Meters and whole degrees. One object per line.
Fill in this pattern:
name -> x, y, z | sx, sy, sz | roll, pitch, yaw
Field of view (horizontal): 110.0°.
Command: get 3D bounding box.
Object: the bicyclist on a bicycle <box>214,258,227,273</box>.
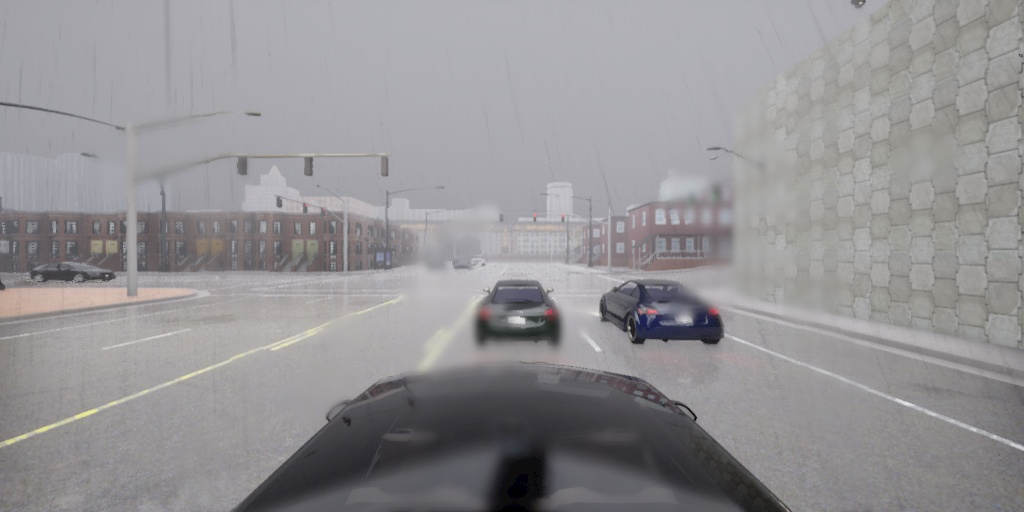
bicyclist on a bicycle -> -30.380, 1.003, 37.371 | 0.582, 1.620, 1.656 | 0, 0, 1

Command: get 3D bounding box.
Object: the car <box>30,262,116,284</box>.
car -> -32.245, 1.220, 26.406 | 4.892, 1.490, 1.837 | 0, 0, 1

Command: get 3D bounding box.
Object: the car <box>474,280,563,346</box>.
car -> 0.166, 1.303, 9.388 | 1.994, 1.385, 4.181 | 0, 0, 1

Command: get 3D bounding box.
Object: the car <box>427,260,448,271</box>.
car -> -10.005, 1.231, 48.546 | 2.033, 1.411, 5.357 | 0, 0, 1

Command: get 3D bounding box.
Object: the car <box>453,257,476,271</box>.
car -> -6.503, 1.231, 48.644 | 2.033, 1.411, 5.357 | 0, 0, 1

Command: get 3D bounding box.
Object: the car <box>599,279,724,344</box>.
car -> 3.670, 1.303, 9.546 | 1.994, 1.385, 4.181 | 0, 0, 1
